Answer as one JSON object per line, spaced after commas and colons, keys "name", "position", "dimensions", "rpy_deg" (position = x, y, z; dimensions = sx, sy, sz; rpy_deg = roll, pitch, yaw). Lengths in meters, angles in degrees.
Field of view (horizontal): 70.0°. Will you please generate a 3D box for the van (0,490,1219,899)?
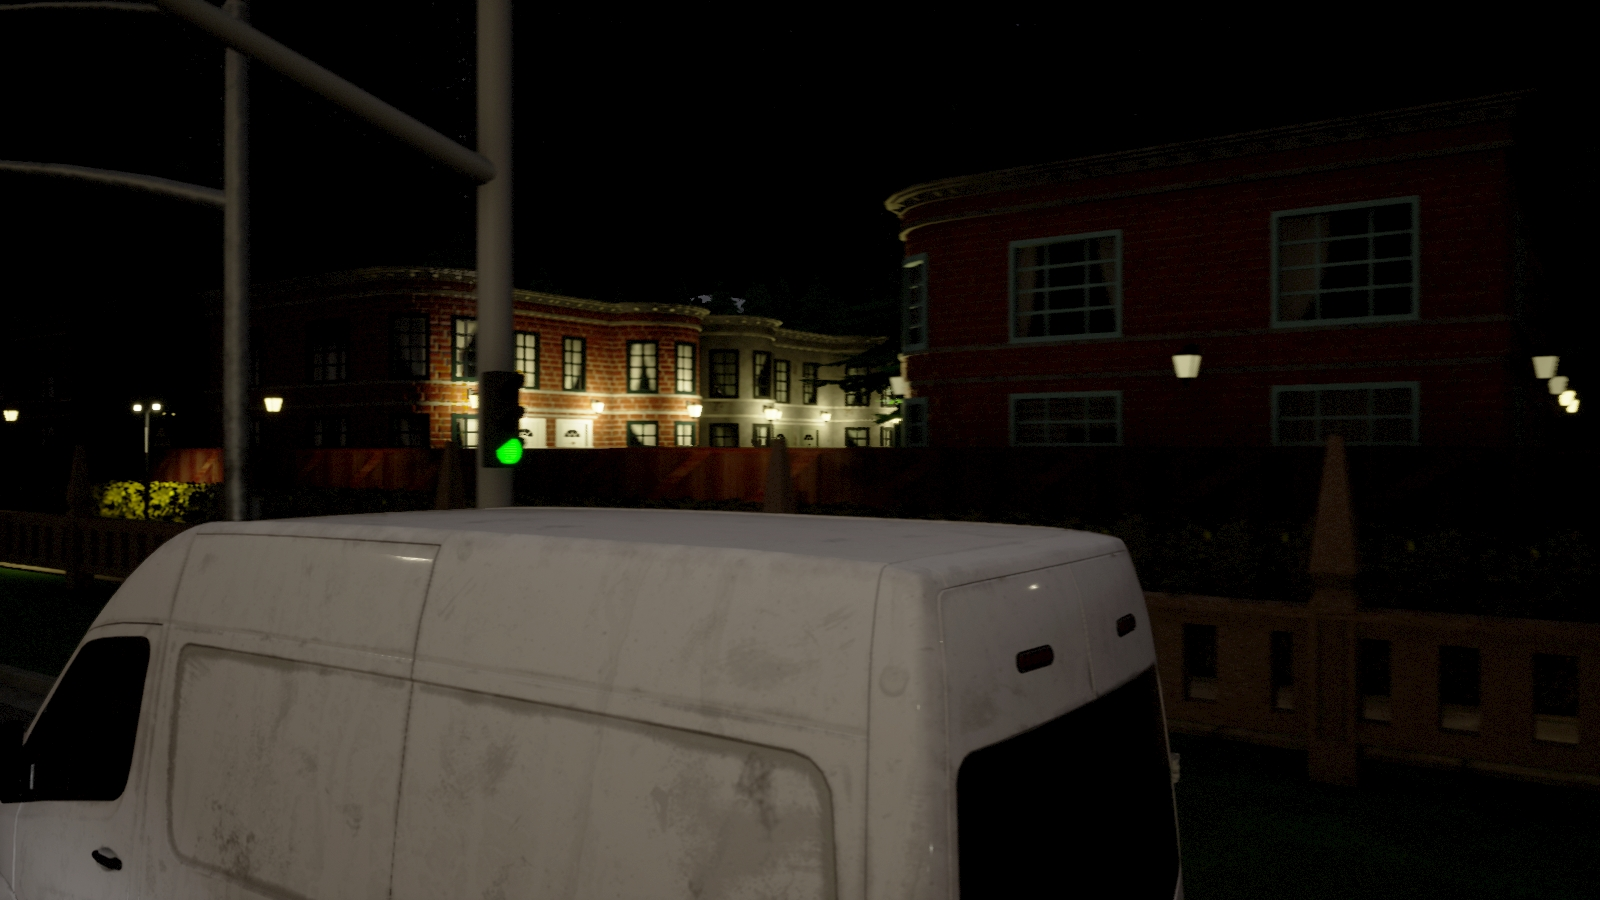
{"name": "van", "position": [-1.539, 1.537, 4.849], "dimensions": [5.915, 2.561, 1.988], "rpy_deg": [0, 0, 35]}
